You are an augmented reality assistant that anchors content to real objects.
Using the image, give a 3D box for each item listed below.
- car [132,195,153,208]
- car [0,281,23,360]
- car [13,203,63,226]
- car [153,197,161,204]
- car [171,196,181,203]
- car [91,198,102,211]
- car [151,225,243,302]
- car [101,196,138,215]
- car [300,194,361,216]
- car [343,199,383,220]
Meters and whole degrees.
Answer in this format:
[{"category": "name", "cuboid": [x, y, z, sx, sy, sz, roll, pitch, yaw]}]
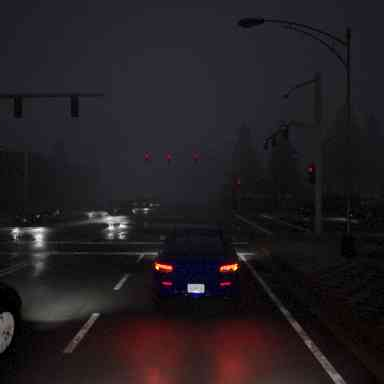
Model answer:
[{"category": "car", "cuboid": [-7.120, 1.505, 47.147, 1.837, 1.490, 4.892, 0, 0, 0]}, {"category": "car", "cuboid": [-3.440, 1.505, 3.008, 1.837, 1.490, 4.892, 0, 0, 0]}, {"category": "car", "cuboid": [-10.605, 1.525, 23.379, 1.812, 1.442, 4.674, 0, 0, 0]}, {"category": "car", "cuboid": [-7.043, 1.565, 63.948, 1.994, 1.385, 4.181, 0, 0, 0]}, {"category": "car", "cuboid": [-3.447, 1.477, 69.651, 1.882, 1.535, 5.008, 0, 0, 0]}, {"category": "car", "cuboid": [-10.682, 1.478, 40.329, 1.882, 1.535, 5.008, 0, 0, 2]}, {"category": "car", "cuboid": [0.135, 1.526, 8.140, 1.812, 1.442, 4.674, 0, 0, 2]}, {"category": "car", "cuboid": [-7.117, 1.493, 33.360, 2.128, 1.511, 4.902, 0, 0, 0]}, {"category": "car", "cuboid": [13.078, 1.222, 31.153, 5.566, 2.045, 2.150, 0, 0, 0]}, {"category": "car", "cuboid": [15.898, 1.547, 27.652, 5.357, 1.411, 2.033, 0, 0, 0]}]
